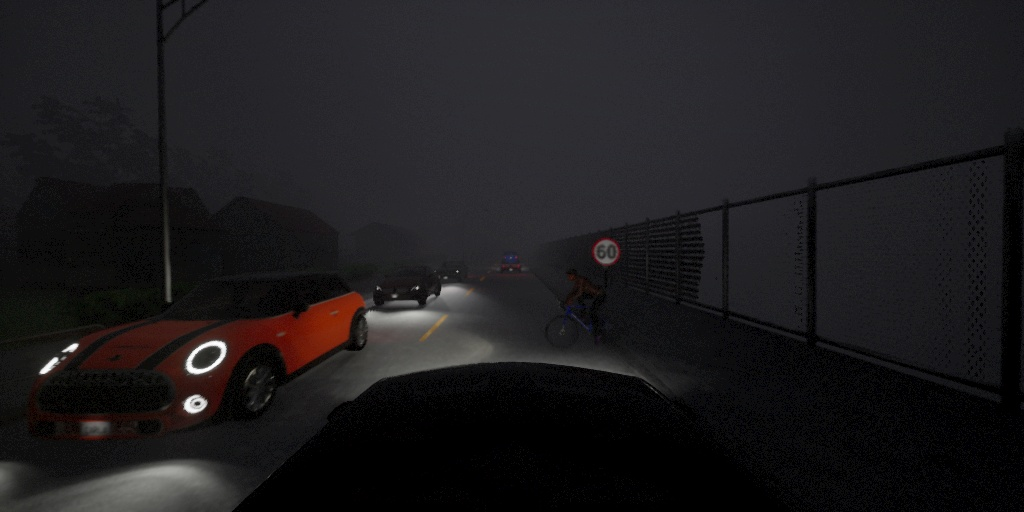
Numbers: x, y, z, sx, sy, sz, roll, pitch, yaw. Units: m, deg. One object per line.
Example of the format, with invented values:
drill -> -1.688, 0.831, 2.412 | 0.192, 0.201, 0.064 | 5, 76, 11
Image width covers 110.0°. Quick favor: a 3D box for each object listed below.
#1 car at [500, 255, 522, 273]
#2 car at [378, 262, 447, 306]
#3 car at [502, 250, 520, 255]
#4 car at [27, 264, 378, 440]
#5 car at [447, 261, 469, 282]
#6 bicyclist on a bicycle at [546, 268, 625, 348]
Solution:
car -> -0.091, 0.875, 33.308 | 1.895, 1.301, 4.718 | 0, 1, 0
car -> -4.156, 1.106, 14.966 | 1.812, 1.442, 4.674 | 0, 1, 0
car -> -0.175, 0.289, 47.121 | 2.150, 2.045, 5.566 | 0, 1, 0
car -> -4.117, 1.071, 5.765 | 2.097, 1.767, 4.553 | 0, 1, 0
car -> -4.190, 1.032, 24.915 | 1.895, 1.301, 4.718 | 0, 1, 0
bicyclist on a bicycle -> 1.449, 1.046, 7.337 | 1.656, 1.620, 0.582 | -7, 1, 0
